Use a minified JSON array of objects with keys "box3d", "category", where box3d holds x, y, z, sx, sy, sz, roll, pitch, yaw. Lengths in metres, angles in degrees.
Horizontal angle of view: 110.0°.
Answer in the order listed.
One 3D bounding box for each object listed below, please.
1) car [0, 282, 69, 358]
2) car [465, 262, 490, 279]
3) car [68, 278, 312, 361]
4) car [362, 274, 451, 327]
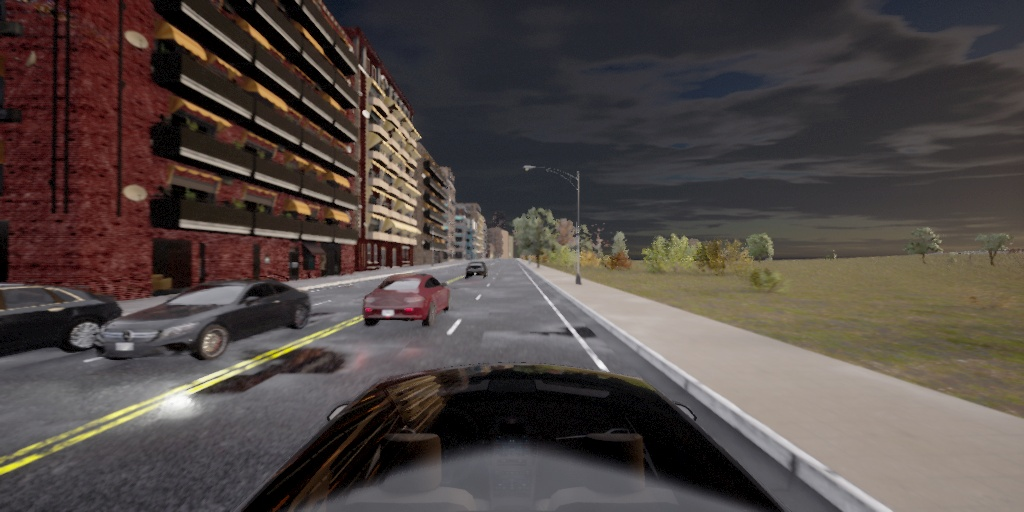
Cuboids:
[{"box3d":[-9.851,1.268,6.148,1.837,1.490,4.892,0,0,0],"category":"car"},{"box3d":[-3.151,1.258,32.979,1.837,1.490,4.892,0,0,0],"category":"car"},{"box3d":[-6.600,1.284,8.438,1.812,1.442,4.674,0,0,0],"category":"car"},{"box3d":[-3.151,1.280,11.420,1.812,1.442,4.674,0,0,0],"category":"car"}]
